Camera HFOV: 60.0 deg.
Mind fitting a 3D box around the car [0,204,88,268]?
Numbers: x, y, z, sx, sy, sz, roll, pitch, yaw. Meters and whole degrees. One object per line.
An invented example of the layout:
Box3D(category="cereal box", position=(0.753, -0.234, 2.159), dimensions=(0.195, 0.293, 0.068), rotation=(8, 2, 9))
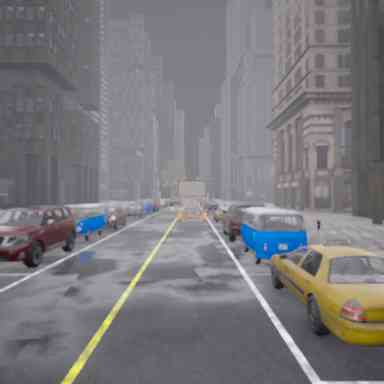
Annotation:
Box3D(category="car", position=(-5.763, 1.440, 11.989), dimensions=(2.192, 1.841, 5.009), rotation=(0, -1, 0))

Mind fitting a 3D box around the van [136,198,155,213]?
Box3D(category="van", position=(-5.772, 1.758, 39.614), dimensions=(1.690, 1.788, 3.998), rotation=(0, -1, 0))

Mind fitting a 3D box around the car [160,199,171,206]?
Box3D(category="car", position=(-5.785, 2.313, 72.763), dimensions=(1.887, 1.381, 4.507), rotation=(0, -1, 0))

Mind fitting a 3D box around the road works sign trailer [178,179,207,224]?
Box3D(category="road works sign trailer", position=(-0.004, 0.754, 27.597), dimensions=(2.380, 3.560, 2.880), rotation=(0, -1, 0))

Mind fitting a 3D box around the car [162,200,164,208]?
Box3D(category="car", position=(-5.777, 2.078, 50.662), dimensions=(1.887, 1.381, 4.507), rotation=(0, -1, 0))

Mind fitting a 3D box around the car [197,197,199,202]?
Box3D(category="car", position=(2.768, 2.373, 78.270), dimensions=(1.887, 1.381, 4.507), rotation=(0, -1, 0))

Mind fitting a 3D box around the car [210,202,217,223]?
Box3D(category="car", position=(2.767, 1.827, 28.719), dimensions=(1.752, 1.417, 4.829), rotation=(0, -1, 0))

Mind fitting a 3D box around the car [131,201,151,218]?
Box3D(category="car", position=(-5.771, 1.909, 34.086), dimensions=(2.008, 1.369, 4.403), rotation=(0, -1, 0))

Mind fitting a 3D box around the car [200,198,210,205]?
Box3D(category="car", position=(2.768, 2.174, 56.172), dimensions=(1.802, 1.307, 4.206), rotation=(0, -1, 0))

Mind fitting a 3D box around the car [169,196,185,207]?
Box3D(category="car", position=(-3.023, 1.906, 64.960), dimensions=(2.150, 2.045, 5.566), rotation=(0, 0, 0))

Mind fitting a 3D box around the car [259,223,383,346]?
Box3D(category="car", position=(2.766, 1.595, 6.621), dimensions=(1.752, 1.417, 4.829), rotation=(0, -1, 0))

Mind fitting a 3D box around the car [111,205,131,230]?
Box3D(category="car", position=(-5.767, 1.681, 23.037), dimensions=(1.967, 1.590, 4.097), rotation=(0, -1, 0))

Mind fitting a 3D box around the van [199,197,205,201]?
Box3D(category="van", position=(2.769, 2.051, 67.224), dimensions=(1.690, 1.788, 3.998), rotation=(0, -1, 0))

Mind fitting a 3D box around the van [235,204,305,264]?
Box3D(category="van", position=(2.767, 1.466, 11.977), dimensions=(1.690, 1.788, 3.998), rotation=(0, -1, 0))

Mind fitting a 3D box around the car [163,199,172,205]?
Box3D(category="car", position=(-5.787, 2.373, 78.288), dimensions=(1.887, 1.381, 4.507), rotation=(0, -1, 0))

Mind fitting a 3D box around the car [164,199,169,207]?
Box3D(category="car", position=(-5.781, 2.175, 61.543), dimensions=(1.752, 1.417, 4.829), rotation=(0, -1, 0))

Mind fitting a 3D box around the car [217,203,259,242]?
Box3D(category="car", position=(2.767, 1.498, 17.502), dimensions=(2.192, 1.841, 5.009), rotation=(0, -1, 0))

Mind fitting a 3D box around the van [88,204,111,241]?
Box3D(category="van", position=(-5.765, 1.524, 17.514), dimensions=(1.690, 1.788, 3.998), rotation=(0, -1, 0))

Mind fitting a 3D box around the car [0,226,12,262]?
Box3D(category="car", position=(-5.762, 1.618, 6.461), dimensions=(2.008, 1.369, 4.403), rotation=(0, -1, 0))

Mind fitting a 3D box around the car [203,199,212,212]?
Box3D(category="car", position=(2.767, 2.026, 45.123), dimensions=(2.008, 1.369, 4.403), rotation=(0, -1, 0))

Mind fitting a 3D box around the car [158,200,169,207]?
Box3D(category="car", position=(-5.783, 2.254, 67.238), dimensions=(1.887, 1.381, 4.507), rotation=(0, -1, 0))

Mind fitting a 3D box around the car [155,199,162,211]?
Box3D(category="car", position=(-5.774, 1.790, 45.140), dimensions=(2.192, 1.841, 5.009), rotation=(0, -1, 0))
